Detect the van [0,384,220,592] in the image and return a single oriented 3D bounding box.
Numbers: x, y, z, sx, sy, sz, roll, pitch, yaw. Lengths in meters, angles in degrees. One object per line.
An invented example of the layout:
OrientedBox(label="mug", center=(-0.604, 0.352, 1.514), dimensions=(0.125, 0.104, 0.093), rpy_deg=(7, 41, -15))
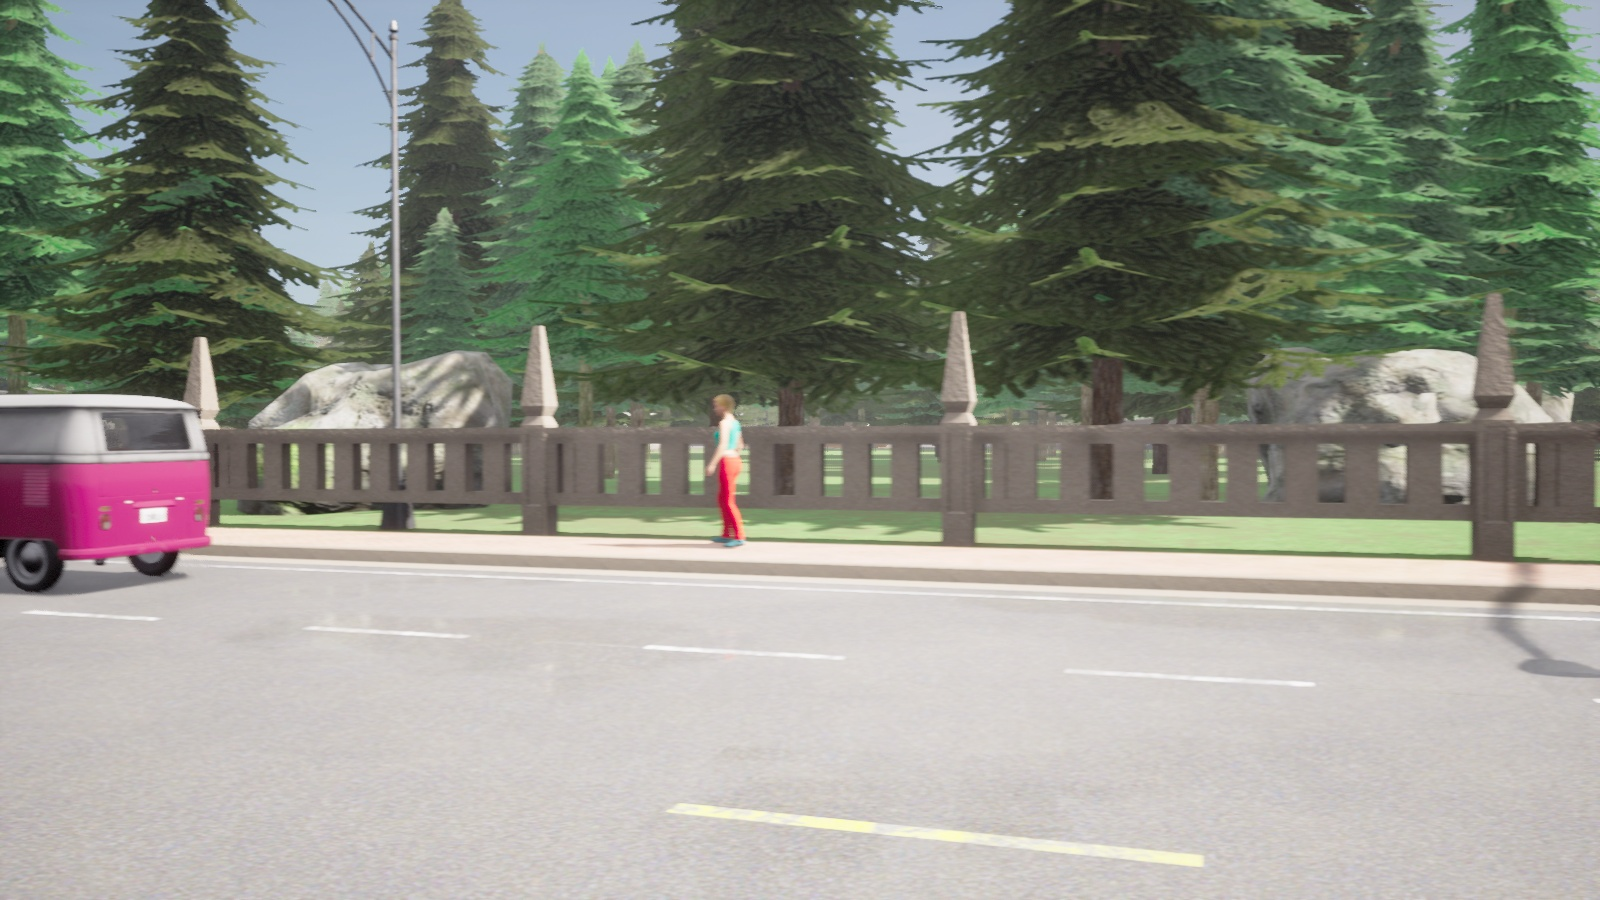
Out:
OrientedBox(label="van", center=(-8.687, 0.330, 13.498), dimensions=(4.442, 1.987, 1.775), rpy_deg=(1, 1, 19))

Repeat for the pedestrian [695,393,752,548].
OrientedBox(label="pedestrian", center=(-0.925, 0.239, 15.153), dimensions=(0.594, 1.836, 0.345), rpy_deg=(1, 1, 20))
